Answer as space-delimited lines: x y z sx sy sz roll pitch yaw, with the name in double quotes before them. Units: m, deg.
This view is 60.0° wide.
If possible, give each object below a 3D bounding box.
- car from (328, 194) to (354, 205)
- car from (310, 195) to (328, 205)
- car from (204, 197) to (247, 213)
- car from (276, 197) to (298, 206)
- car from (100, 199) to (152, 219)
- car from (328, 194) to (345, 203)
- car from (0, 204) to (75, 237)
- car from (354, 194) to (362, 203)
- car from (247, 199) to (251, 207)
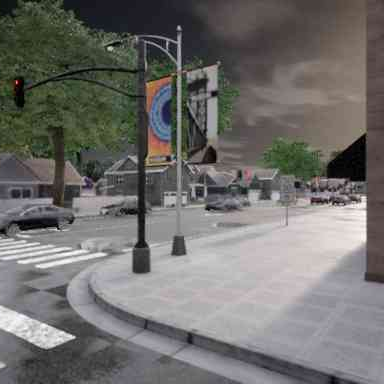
"car" 22.324 1.202 49.727 1.837 1.490 4.892 0 0 36
"car" 20.071 1.170 52.164 1.882 1.535 5.008 0 0 36
"car" 3.406 1.360 34.795 2.033 1.411 5.357 0 0 36
"car" 14.215 1.229 49.735 1.882 1.535 5.008 0 0 36
"car" -5.470 1.362 27.971 2.128 1.511 4.902 0 0 36
"car" 26.709 1.144 61.444 1.837 1.490 4.892 0 0 36
"car" -8.626 1.422 17.770 2.128 1.511 4.902 0 0 33
"car" 28.319 1.154 58.114 1.837 1.490 4.892 0 0 36
"car" 6.126 1.326 44.145 1.994 1.385 4.181 0 0 36
